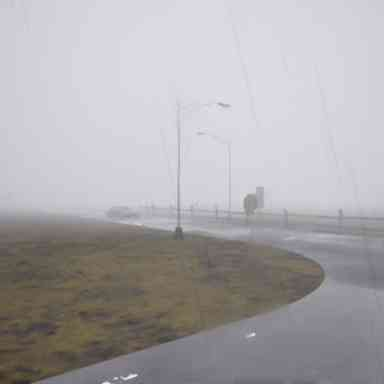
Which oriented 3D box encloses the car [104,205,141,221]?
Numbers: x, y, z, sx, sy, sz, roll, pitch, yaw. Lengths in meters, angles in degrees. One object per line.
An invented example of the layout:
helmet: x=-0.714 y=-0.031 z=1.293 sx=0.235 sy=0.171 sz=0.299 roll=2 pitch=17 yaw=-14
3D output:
car: x=-6.990 y=2.045 z=33.074 sx=2.033 sy=1.411 sz=5.357 roll=1 pitch=-1 yaw=-35
